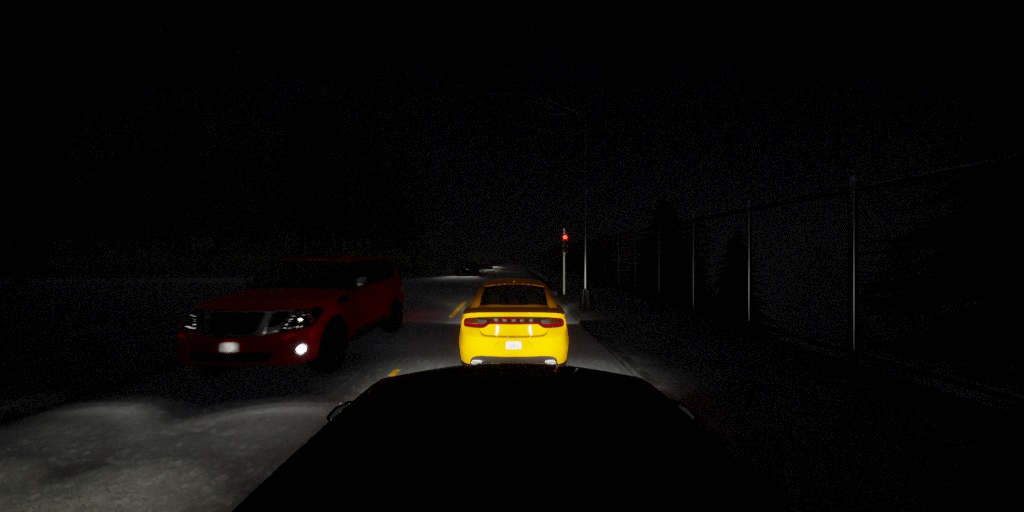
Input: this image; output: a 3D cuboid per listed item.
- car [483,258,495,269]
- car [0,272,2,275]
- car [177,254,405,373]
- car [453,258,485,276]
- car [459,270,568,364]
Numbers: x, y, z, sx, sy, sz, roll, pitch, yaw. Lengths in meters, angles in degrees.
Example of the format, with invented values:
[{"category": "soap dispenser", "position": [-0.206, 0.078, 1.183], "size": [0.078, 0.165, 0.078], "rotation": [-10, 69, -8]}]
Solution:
[{"category": "car", "position": [-4.085, 1.101, 54.507], "size": [2.097, 1.767, 4.553], "rotation": [0, 0, 0]}, {"category": "car", "position": [-48.083, 1.297, 31.190], "size": [5.357, 1.411, 2.033], "rotation": [0, 0, 1]}, {"category": "car", "position": [-4.099, 0.971, 7.958], "size": [2.150, 2.045, 5.566], "rotation": [0, 0, 0]}, {"category": "car", "position": [-4.618, 1.256, 37.370], "size": [1.837, 1.490, 4.892], "rotation": [0, 0, 9]}, {"category": "car", "position": [0.047, 1.228, 8.009], "size": [1.882, 1.535, 5.008], "rotation": [0, 0, 0]}]
